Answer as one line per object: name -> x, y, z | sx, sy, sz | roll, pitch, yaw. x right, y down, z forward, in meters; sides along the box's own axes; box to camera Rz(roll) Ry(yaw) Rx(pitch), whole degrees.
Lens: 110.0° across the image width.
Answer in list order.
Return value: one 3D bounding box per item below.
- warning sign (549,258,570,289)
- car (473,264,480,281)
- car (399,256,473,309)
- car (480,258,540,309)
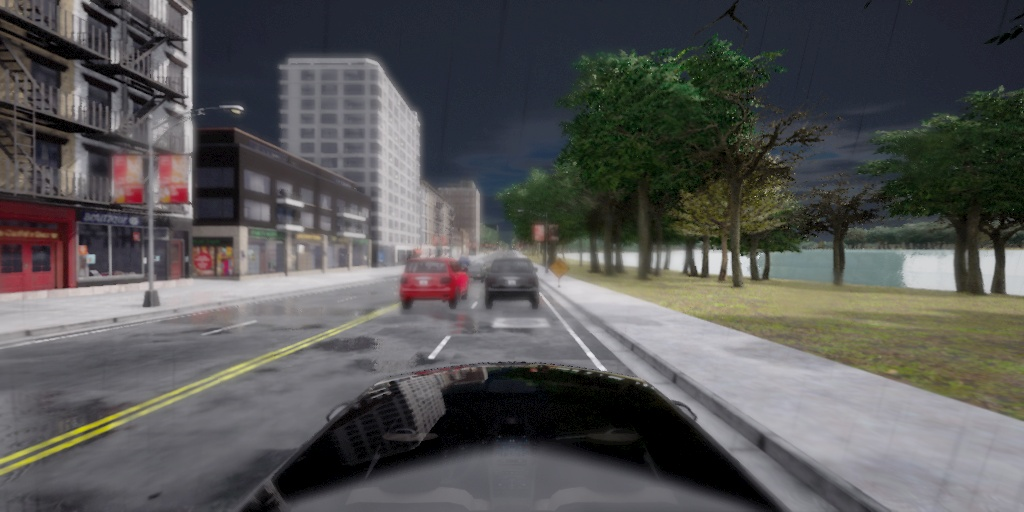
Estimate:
warning sign -> 2.852, 1.039, 21.703 | 1.300, 1.860, 1.060 | 0, 0, 0
car -> -3.245, 1.599, 30.953 | 1.895, 1.301, 4.718 | 0, 0, 0
car -> -3.248, 1.091, 15.869 | 2.150, 2.045, 5.566 | 0, 0, 0
car -> 0.003, 1.092, 15.883 | 2.150, 2.045, 5.566 | 0, 0, 0
